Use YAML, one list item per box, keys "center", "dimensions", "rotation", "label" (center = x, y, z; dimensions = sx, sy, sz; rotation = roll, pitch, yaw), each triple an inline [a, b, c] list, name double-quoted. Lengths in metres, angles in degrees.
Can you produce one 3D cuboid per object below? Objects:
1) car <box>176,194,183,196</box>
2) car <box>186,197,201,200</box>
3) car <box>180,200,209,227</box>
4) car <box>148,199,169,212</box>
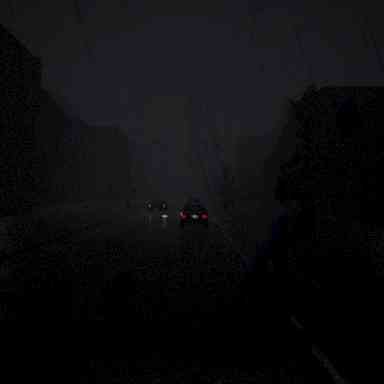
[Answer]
- center: [-2.896, 0.767, 76.386]
  dimensions: [1.994, 1.385, 4.181]
  rotation: [0, 0, -1]
  label: "car"
- center: [0.175, 1.366, 43.421]
  dimensions: [1.994, 1.385, 4.181]
  rotation: [0, 0, 0]
  label: "car"
- center: [0.138, 1.479, 22.127]
  dimensions: [2.033, 1.411, 5.357]
  rotation: [0, 0, 0]
  label: "car"
- center: [-3.534, 1.449, 35.682]
  dimensions: [1.895, 1.301, 4.718]
  rotation: [0, 0, 0]
  label: "car"
